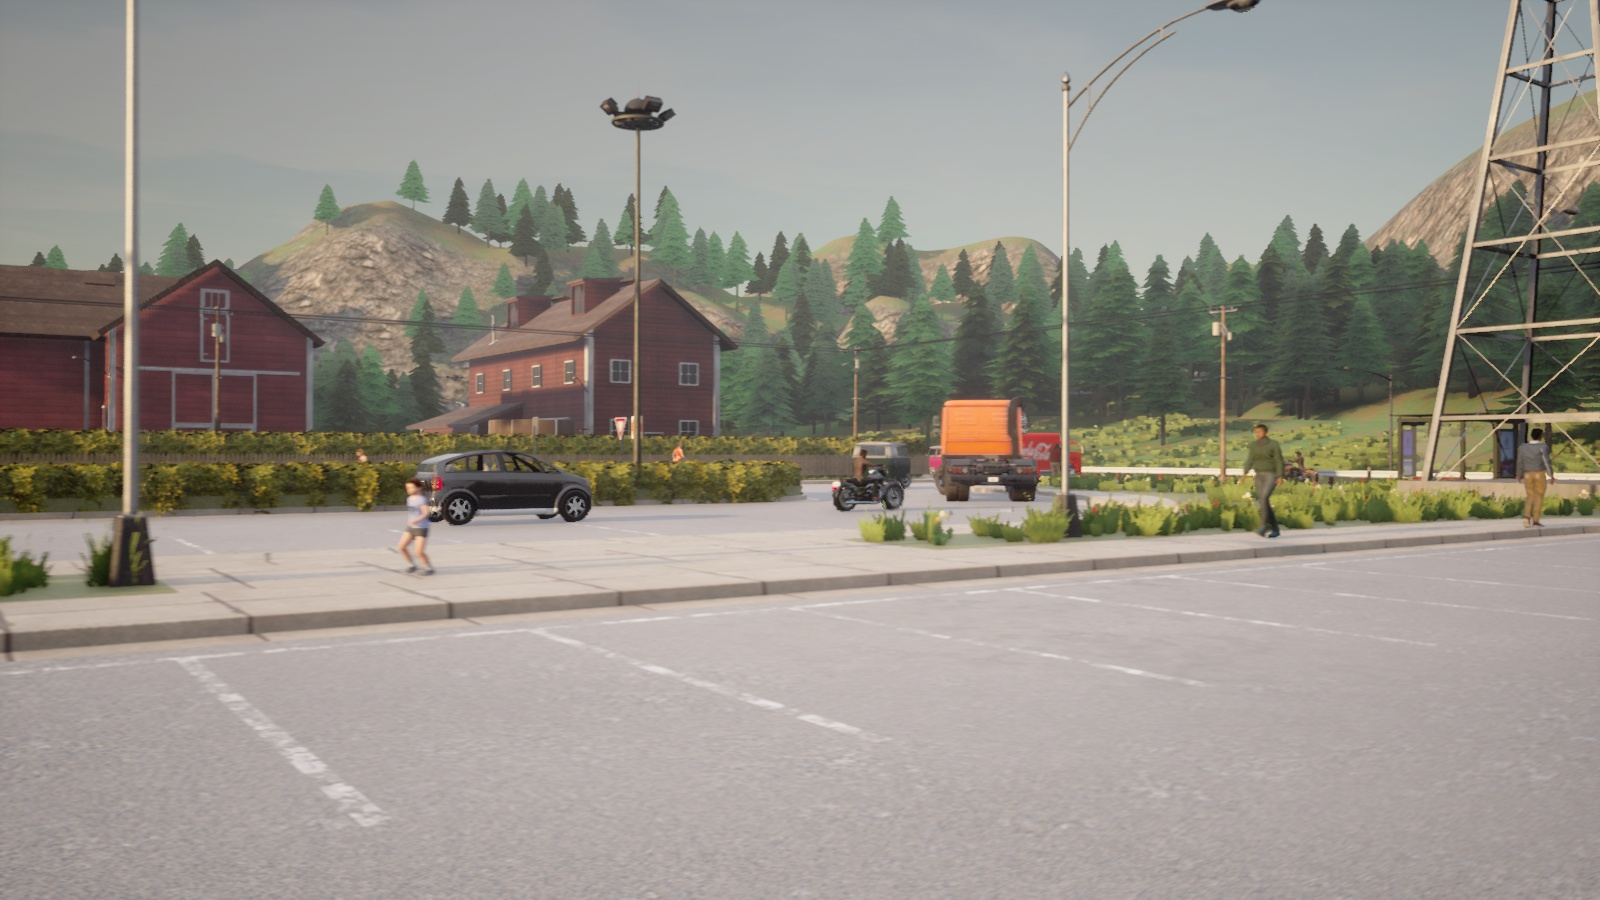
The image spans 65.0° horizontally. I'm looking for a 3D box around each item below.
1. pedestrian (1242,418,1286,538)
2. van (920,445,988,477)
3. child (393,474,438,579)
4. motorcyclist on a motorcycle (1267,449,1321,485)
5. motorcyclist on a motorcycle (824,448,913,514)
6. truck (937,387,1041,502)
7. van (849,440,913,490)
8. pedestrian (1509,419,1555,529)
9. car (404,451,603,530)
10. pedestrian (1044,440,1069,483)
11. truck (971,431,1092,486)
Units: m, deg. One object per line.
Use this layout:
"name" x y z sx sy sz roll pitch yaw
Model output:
"pedestrian" 7.259 0.433 19.651 0.614 1.847 0.353 0 0 -36
"van" 9.693 0.671 79.218 1.775 1.987 4.442 0 0 -34
"child" -4.169 0.819 13.618 0.255 1.110 0.394 0 0 34
"motorcyclist on a motorcycle" 23.220 0.790 59.031 0.766 1.649 2.350 0 0 -34
"motorcyclist on a motorcycle" 1.770 0.770 32.213 2.350 1.649 0.766 0 -1 -38
"truck" 6.119 -0.149 41.722 2.891 3.462 7.936 0 0 5
"van" 3.454 0.617 52.915 1.775 1.987 4.442 0 0 16
"pedestrian" 13.257 0.428 22.732 0.788 1.949 0.423 0 0 -35
"car" -6.257 0.802 26.609 3.705 1.549 1.789 0 0 -34
"pedestrian" 11.162 0.511 54.666 0.899 1.844 0.634 0 0 -40
"truck" 10.907 0.380 59.104 5.204 2.467 2.627 0 0 -33
